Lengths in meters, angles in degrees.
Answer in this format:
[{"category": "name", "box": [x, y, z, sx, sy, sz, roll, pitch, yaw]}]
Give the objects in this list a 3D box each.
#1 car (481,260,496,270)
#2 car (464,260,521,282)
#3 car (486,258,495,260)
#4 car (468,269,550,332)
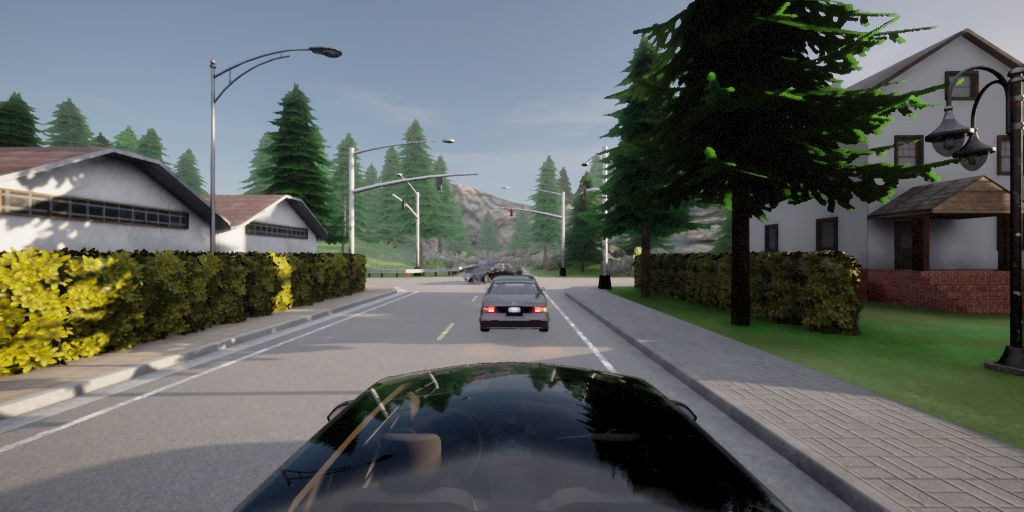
[{"category": "car", "box": [-3.553, 1.351, 54.301, 1.895, 1.301, 4.718, 0, 0, 0]}, {"category": "car", "box": [-1.337, 1.235, 26.193, 2.128, 1.511, 4.902, -1, 0, 43]}, {"category": "car", "box": [-3.583, 1.228, 44.913, 1.882, 1.535, 5.008, 0, 0, 0]}, {"category": "car", "box": [0.071, 1.297, 10.848, 2.033, 1.411, 5.357, 0, 0, 0]}]
